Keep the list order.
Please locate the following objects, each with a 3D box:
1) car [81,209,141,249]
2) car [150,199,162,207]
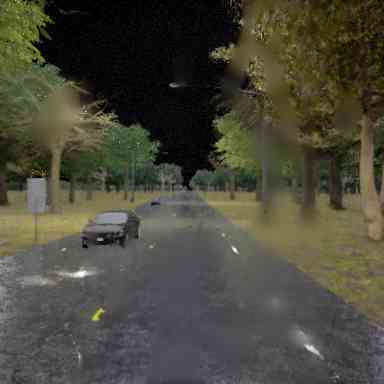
[{"bbox_3d":[-3.608,1.604,15.545,1.882,1.535,5.008,0,0,0],"label":"car"},{"bbox_3d":[-6.041,1.765,55.558,1.895,1.301,4.718,0,0,-6],"label":"car"}]
